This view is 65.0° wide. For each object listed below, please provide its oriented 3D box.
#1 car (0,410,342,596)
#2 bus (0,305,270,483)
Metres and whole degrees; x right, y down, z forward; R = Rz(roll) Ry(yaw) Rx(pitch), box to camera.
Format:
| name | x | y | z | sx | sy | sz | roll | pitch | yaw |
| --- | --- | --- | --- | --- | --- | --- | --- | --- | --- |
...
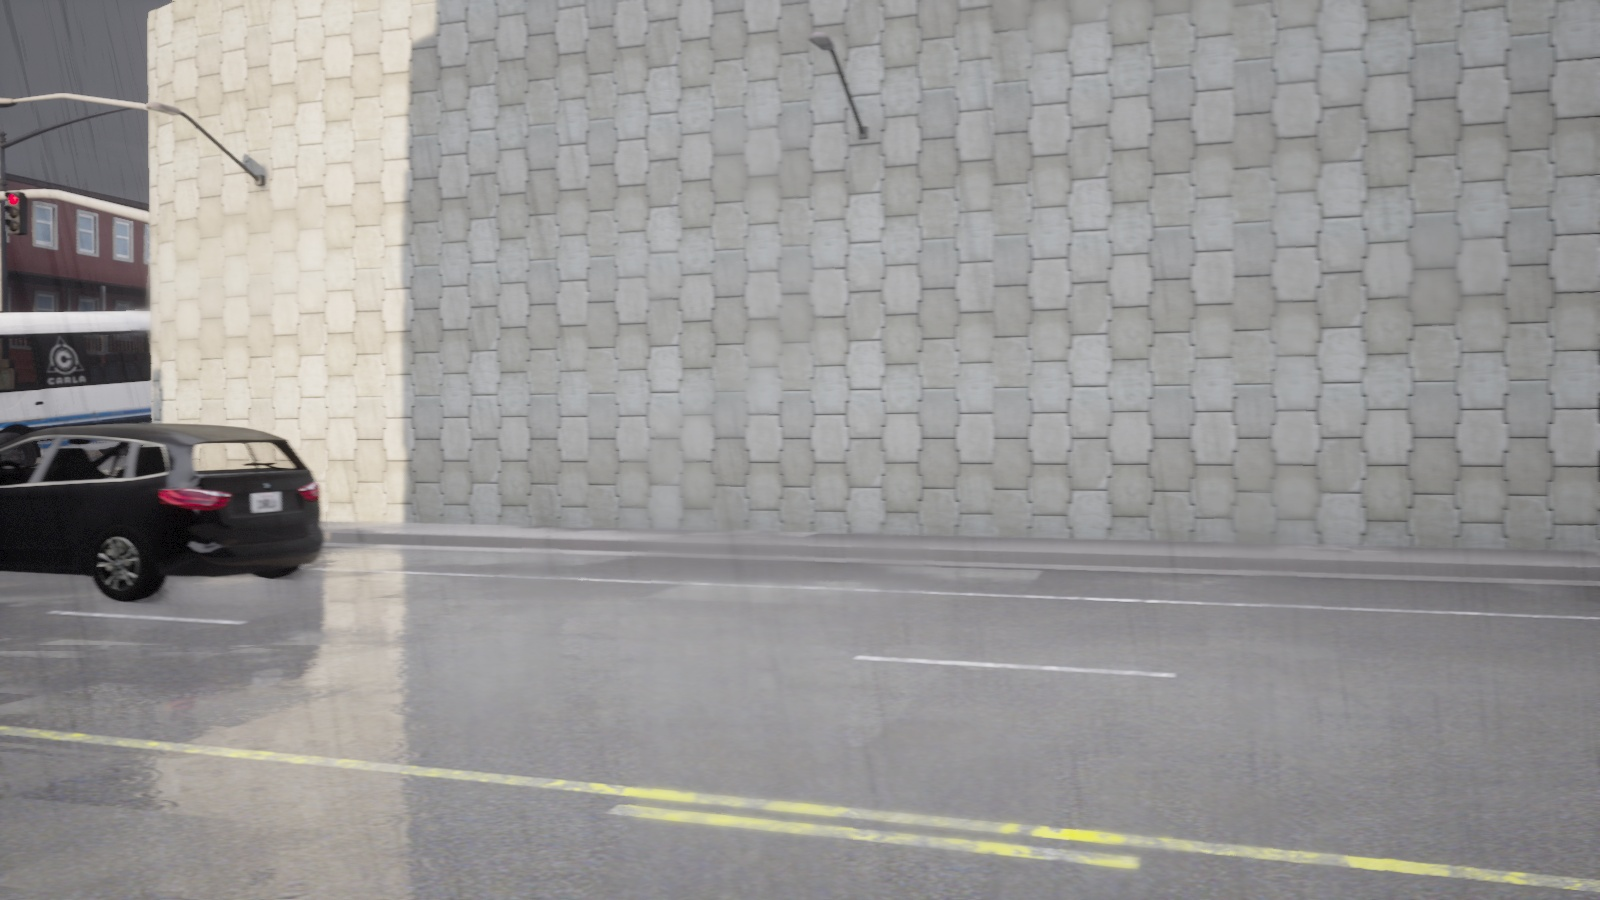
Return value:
| name | x | y | z | sx | sy | sz | roll | pitch | yaw |
| --- | --- | --- | --- | --- | --- | --- | --- | --- | --- |
| car | -7.429 | 0.435 | 13.076 | 4.611 | 1.667 | 2.242 | 1 | 1 | 18 |
| bus | -19.995 | -1.791 | 34.522 | 3.944 | 4.253 | 10.273 | 1 | 7 | 18 |
